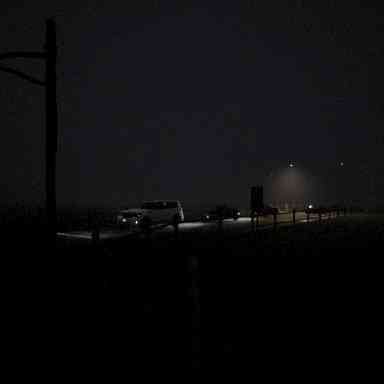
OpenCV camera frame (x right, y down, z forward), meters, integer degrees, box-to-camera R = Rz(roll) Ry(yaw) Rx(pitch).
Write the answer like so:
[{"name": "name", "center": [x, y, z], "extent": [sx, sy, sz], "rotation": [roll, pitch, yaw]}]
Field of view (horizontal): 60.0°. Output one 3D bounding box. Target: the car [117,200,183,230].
[{"name": "car", "center": [-2.917, 1.608, 24.590], "extent": [2.150, 2.045, 5.566], "rotation": [0, -1, 36]}]

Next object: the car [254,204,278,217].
[{"name": "car", "center": [8.936, 2.265, 40.752], "extent": [2.128, 1.511, 4.902], "rotation": [0, -1, 36]}]

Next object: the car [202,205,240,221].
[{"name": "car", "center": [2.902, 2.067, 32.525], "extent": [2.128, 1.511, 4.902], "rotation": [0, -1, 36]}]

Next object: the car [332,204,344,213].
[{"name": "car", "center": [23.361, 2.670, 54.192], "extent": [1.812, 1.442, 4.674], "rotation": [0, -1, 37]}]

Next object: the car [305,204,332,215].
[{"name": "car", "center": [17.166, 2.483, 45.761], "extent": [2.033, 1.411, 5.357], "rotation": [0, -1, 36]}]
